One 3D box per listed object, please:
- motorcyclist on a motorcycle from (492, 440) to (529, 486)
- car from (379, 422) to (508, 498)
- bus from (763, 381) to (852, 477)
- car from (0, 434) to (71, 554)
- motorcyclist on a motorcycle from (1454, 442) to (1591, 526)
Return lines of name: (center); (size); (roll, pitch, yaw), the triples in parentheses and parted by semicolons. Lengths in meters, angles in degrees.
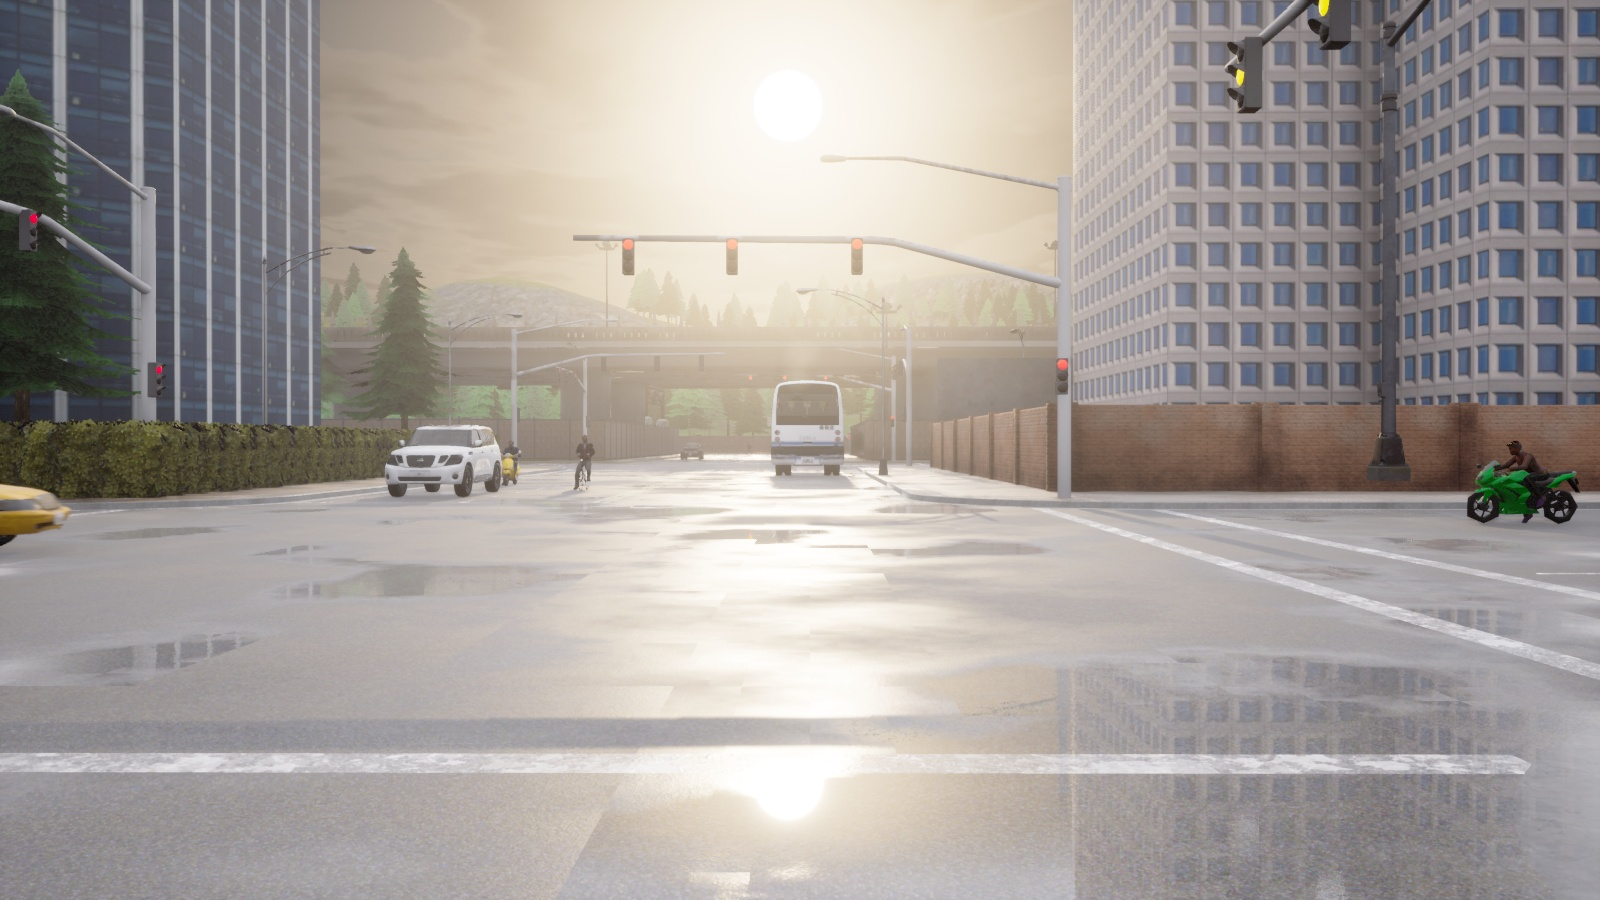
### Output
motorcyclist on a motorcycle: (-10.227, 0.441, 44.414); (0.866, 1.590, 1.817); (0, 0, 0)
car: (-10.274, 0.250, 36.693); (2.150, 2.045, 5.566); (0, 0, 0)
bus: (0.368, -0.972, 60.677); (3.944, 4.253, 10.273); (0, 0, 0)
car: (-12.993, 0.580, 16.762); (5.366, 1.575, 1.801); (0, 0, -15)
motorcyclist on a motorcycle: (13.195, 0.610, 22.974); (2.044, 1.523, 0.797); (0, 0, 1)
